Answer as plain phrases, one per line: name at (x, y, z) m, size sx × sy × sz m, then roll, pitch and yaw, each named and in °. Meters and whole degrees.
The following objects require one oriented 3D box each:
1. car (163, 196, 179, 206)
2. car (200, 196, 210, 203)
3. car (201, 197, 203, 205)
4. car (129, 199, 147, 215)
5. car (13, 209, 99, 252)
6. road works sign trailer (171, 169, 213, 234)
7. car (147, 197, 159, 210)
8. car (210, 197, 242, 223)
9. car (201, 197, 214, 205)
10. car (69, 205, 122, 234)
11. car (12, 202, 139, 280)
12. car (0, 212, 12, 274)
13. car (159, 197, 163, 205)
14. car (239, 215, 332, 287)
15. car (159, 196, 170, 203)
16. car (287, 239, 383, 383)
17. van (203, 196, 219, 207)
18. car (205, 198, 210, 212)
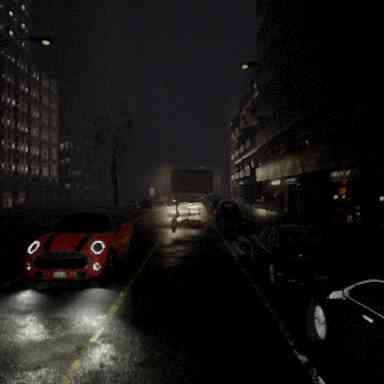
car at (-3.056, 1.571, 54.042) m, size 2.033 × 1.411 × 5.357 m, roll 0°, pitch 0°, yaw 1°
car at (2.686, 1.591, 69.964) m, size 2.008 × 1.369 × 4.403 m, roll 0°, pitch 0°, yaw 0°
car at (2.687, 1.458, 47.833) m, size 1.967 × 1.590 × 4.097 m, roll 0°, pitch 0°, yaw 0°
car at (-5.692, 1.531, 31.065) m, size 1.752 × 1.417 × 4.829 m, roll 0°, pitch 0°, yaw 0°
car at (-5.691, 1.551, 14.637) m, size 2.008 × 1.369 × 4.403 m, roll 0°, pitch 0°, yaw 0°
road works sign trailer at (-0.001, 0.465, 19.371) m, size 2.380 × 3.560 × 2.880 m, roll 0°, pitch 0°, yaw 0°
car at (-5.693, 1.596, 42.301) m, size 1.802 × 1.307 × 4.206 m, roll 0°, pitch 0°, yaw 0°
car at (2.689, 1.443, 25.702) m, size 1.967 × 1.590 × 4.097 m, roll 0°, pitch 0°, yaw 0°
car at (2.687, 1.579, 58.898) m, size 2.008 × 1.369 × 4.403 m, roll 0°, pitch 0°, yaw 0°
car at (-5.691, 1.546, 20.169) m, size 1.887 × 1.381 × 4.507 m, roll 0°, pitch 0°, yaw 0°
car at (-3.099, 1.352, 10.047) m, size 2.097 × 1.767 × 4.553 m, roll 0°, pitch 0°, yaw 0°
car at (-5.690, 1.440, 9.105) m, size 1.967 × 1.590 × 4.097 m, roll 0°, pitch 0°, yaw 0°
car at (-5.694, 1.553, 58.728) m, size 1.752 × 1.417 × 4.829 m, roll 0°, pitch 0°, yaw 0°
car at (2.690, 1.551, 9.105) m, size 2.008 × 1.369 × 4.403 m, roll 0°, pitch 0°, yaw 0°
car at (-5.694, 1.585, 69.964) m, size 1.887 × 1.381 × 4.507 m, roll 0°, pitch 0°, yaw 0°
car at (2.690, 1.551, 3.572) m, size 2.008 × 1.369 × 4.403 m, roll 0°, pitch 0°, yaw 0°
van at (2.687, 1.355, 42.300) m, size 1.690 × 1.788 × 3.998 m, roll 0°, pitch 0°, yaw 0°
car at (2.688, 1.592, 36.768) m, size 1.802 × 1.307 × 4.206 m, roll 0°, pitch 0°, yaw 0°
